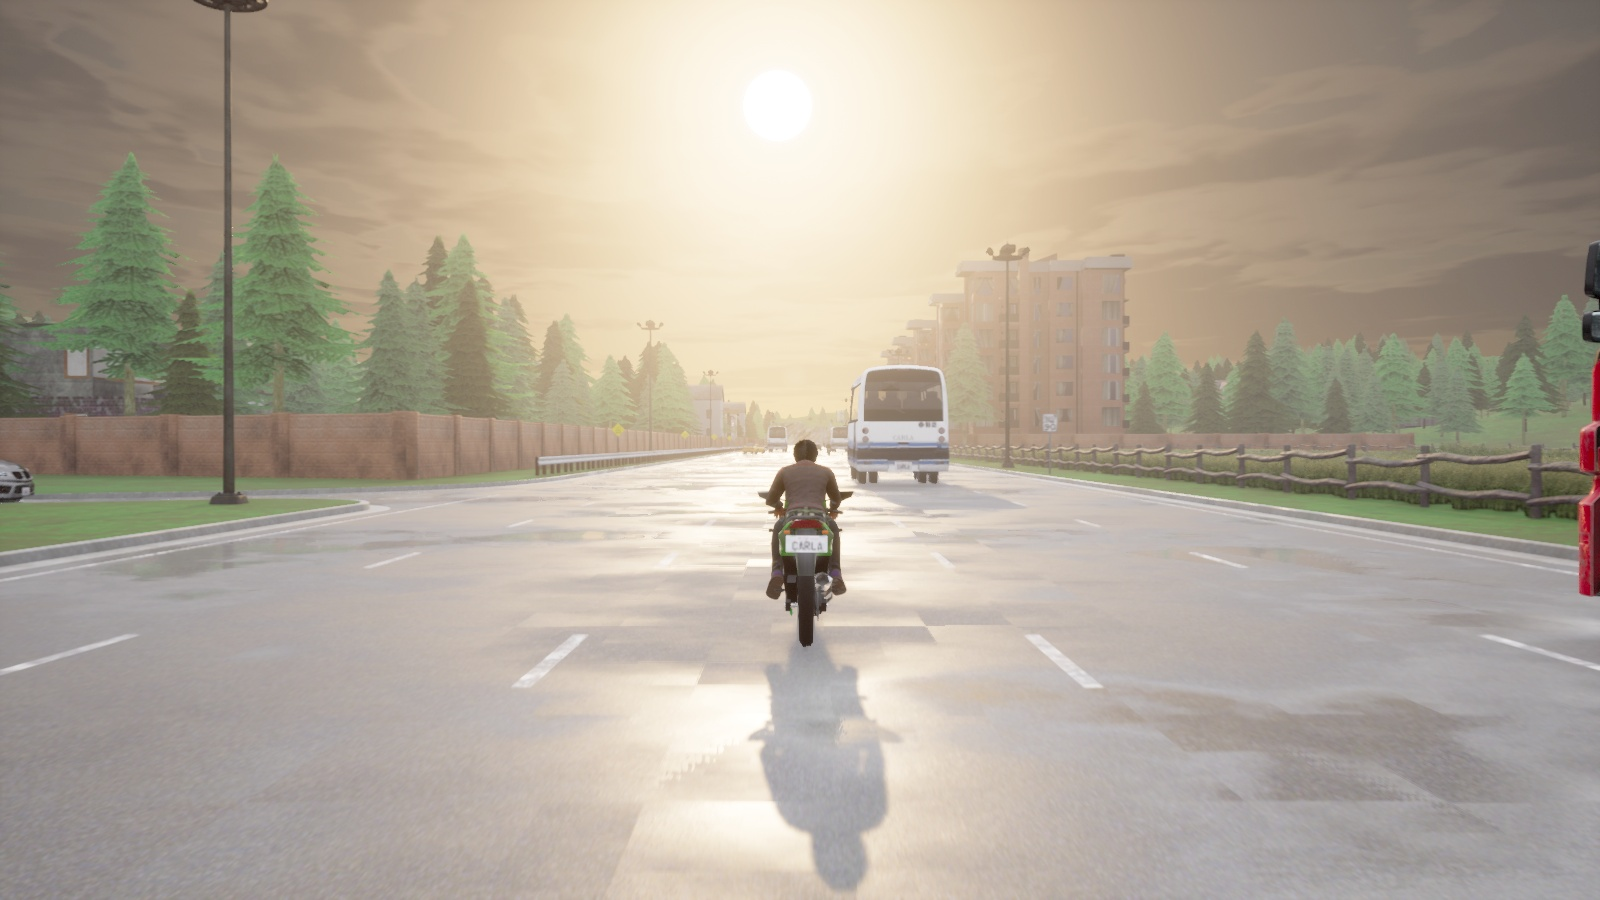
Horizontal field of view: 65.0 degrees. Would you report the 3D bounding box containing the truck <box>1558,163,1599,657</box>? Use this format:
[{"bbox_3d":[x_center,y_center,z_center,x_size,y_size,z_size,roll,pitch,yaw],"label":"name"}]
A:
[{"bbox_3d":[7.039,-0.260,5.291,2.891,3.462,7.936,0,0,0],"label":"truck"}]

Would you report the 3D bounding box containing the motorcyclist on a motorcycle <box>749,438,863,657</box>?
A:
[{"bbox_3d":[0.044,0.674,9.768,0.797,1.523,2.044,0,0,0],"label":"motorcyclist on a motorcycle"}]

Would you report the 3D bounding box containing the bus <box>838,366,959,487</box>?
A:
[{"bbox_3d":[3.623,-0.905,49.331,3.944,4.253,10.273,0,1,0],"label":"bus"}]

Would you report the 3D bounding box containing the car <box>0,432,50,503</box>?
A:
[{"bbox_3d":[-21.093,0.403,30.316,4.611,1.667,2.242,0,1,-10],"label":"car"}]
